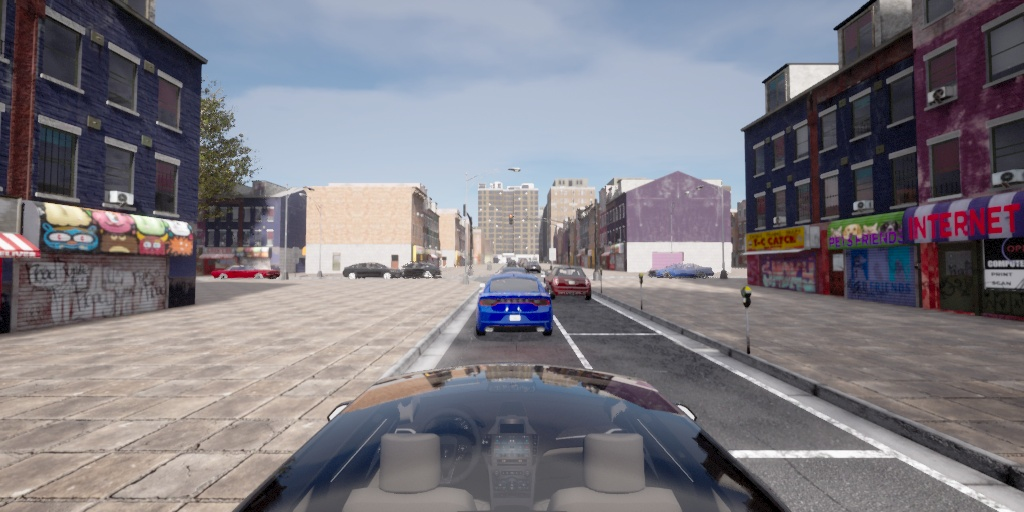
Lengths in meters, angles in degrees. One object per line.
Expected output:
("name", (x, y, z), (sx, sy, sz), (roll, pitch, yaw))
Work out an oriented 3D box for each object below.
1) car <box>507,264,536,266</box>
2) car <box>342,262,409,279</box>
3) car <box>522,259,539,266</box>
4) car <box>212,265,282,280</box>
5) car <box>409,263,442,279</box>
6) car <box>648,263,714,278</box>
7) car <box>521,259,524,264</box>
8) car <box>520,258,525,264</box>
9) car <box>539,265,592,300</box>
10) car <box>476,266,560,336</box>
("car", (0.092, 1.292, 18.049), (1.812, 1.442, 4.674), (0, 0, 0))
("car", (-11.518, 1.270, 29.904), (4.892, 1.490, 1.837), (0, -2, 2))
("car", (2.618, 1.419, 44.594), (1.948, 1.339, 4.313), (0, 0, 0))
("car", (-22.041, 1.441, 29.951), (4.718, 1.301, 1.895), (-1, -2, 0))
("car", (-8.940, 1.353, 32.825), (4.892, 1.490, 1.837), (0, -2, 0))
("car", (15.353, 1.362, 32.682), (5.357, 1.411, 2.033), (0, -2, 0))
("car", (2.616, 1.451, 50.030), (1.948, 1.339, 4.313), (0, 0, 0))
("car", (2.614, 1.447, 55.636), (1.751, 1.417, 4.829), (0, 0, 0))
("car", (2.629, 1.206, 17.850), (1.967, 1.591, 4.097), (0, 0, 0))
("car", (0.036, 1.233, 10.485), (1.882, 1.535, 5.008), (0, 0, -1))
